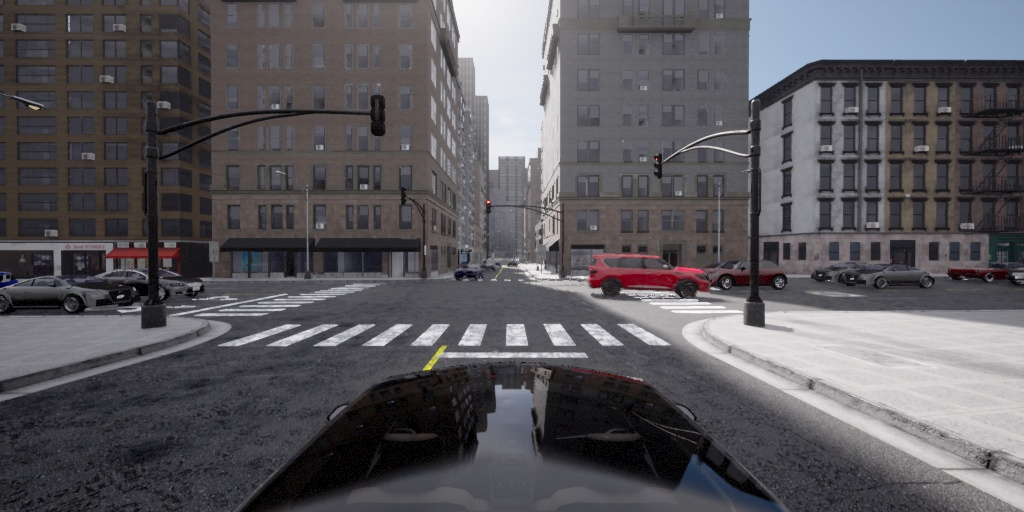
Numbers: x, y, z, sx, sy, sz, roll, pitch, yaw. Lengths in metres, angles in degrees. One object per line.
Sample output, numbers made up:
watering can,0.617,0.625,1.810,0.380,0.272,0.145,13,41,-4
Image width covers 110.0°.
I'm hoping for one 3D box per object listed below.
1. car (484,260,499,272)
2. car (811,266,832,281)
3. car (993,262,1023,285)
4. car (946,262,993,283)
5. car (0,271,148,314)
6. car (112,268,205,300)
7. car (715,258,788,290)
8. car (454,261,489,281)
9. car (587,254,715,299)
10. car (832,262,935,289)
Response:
car,-3.116,1.268,47.601,1.837,1.490,4.892,0,-1,0
car,22.923,1.106,24.375,4.181,1.385,1.994,0,1,-1
car,32.389,1.002,21.156,4.902,1.511,2.128,0,1,0
car,32.843,1.073,24.408,4.718,1.301,1.895,0,1,0
car,-17.525,1.441,14.215,4.181,1.385,1.994,0,1,0
car,-17.794,1.335,17.474,4.902,1.511,2.128,0,1,1
car,13.349,0.994,21.048,4.553,1.767,2.097,0,1,-1
car,-3.511,1.343,30.326,1.895,1.301,4.718,0,0,5
car,6.526,0.936,17.716,5.566,2.045,2.150,0,2,16
car,21.992,1.148,21.115,4.181,1.385,1.994,0,1,-1
